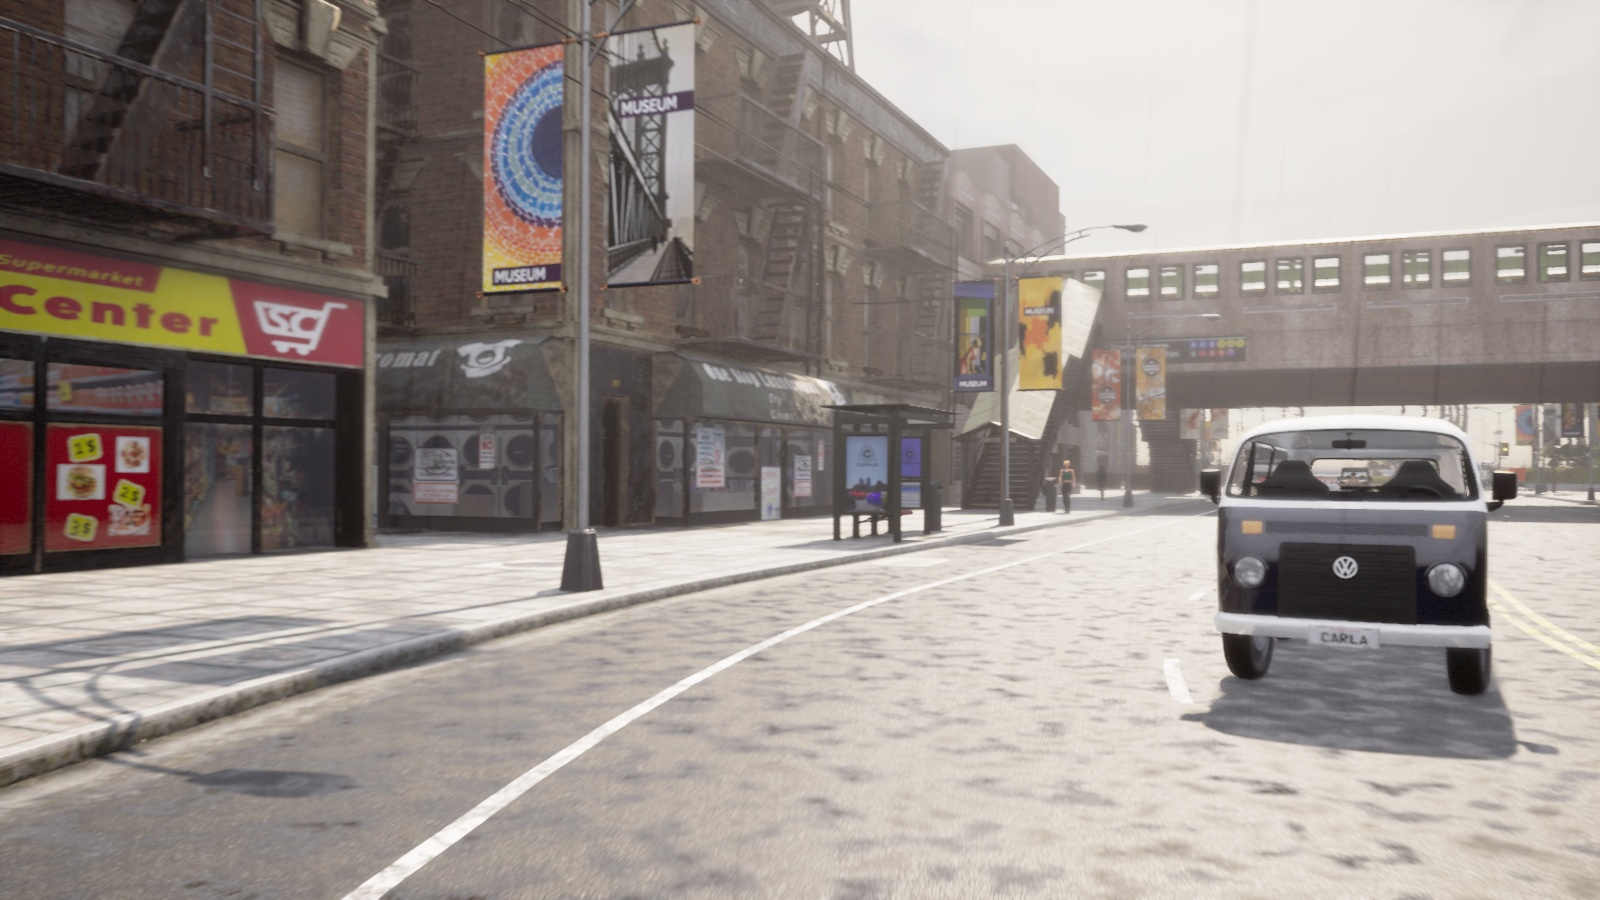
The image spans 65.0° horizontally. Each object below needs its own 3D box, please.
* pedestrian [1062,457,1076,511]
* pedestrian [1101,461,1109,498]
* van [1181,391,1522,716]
[{"bbox_3d":[9.226,1.165,43.021,0.345,1.836,0.594,-1,-1,23],"label":"pedestrian"},{"bbox_3d":[15.342,1.484,63.101,0.353,1.847,0.614,0,-1,17],"label":"pedestrian"},{"bbox_3d":[4.631,0.701,10.361,2.069,2.038,4.480,-1,-1,27],"label":"van"}]
